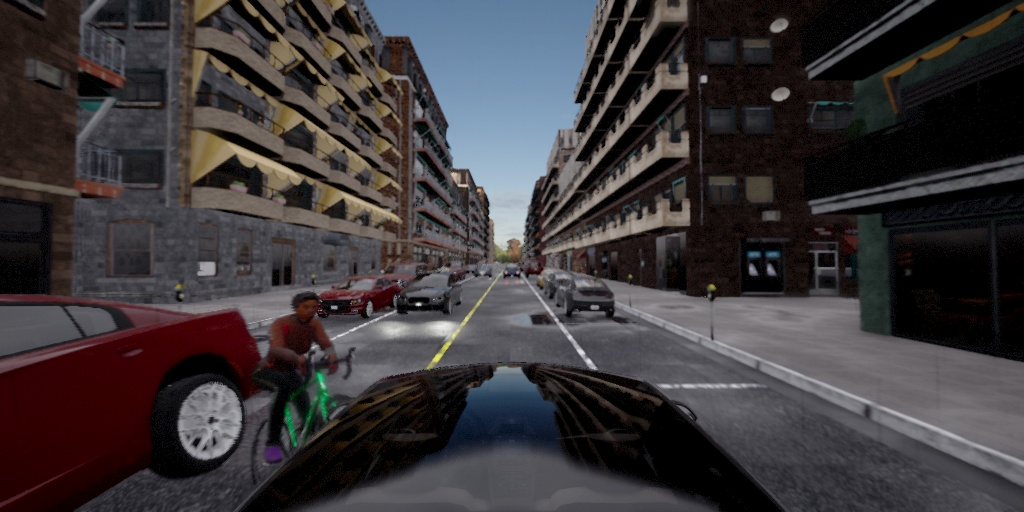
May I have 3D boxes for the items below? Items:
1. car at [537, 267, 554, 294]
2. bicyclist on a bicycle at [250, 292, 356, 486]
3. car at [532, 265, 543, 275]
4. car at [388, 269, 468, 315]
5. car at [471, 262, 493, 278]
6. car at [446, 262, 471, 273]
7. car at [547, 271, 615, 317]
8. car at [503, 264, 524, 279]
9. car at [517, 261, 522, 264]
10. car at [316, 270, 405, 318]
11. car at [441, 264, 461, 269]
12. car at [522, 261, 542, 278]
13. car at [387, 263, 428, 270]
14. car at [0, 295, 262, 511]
[{"bbox_3d":[2.646,1.514,19.306,2.007,1.370,4.403,0,0,0],"label":"car"},{"bbox_3d":[-1.791,1.138,3.030,1.656,1.620,0.582,-24,-20,26],"label":"bicyclist on a bicycle"},{"bbox_3d":[2.629,1.558,25.044,1.751,1.417,4.829,0,0,0],"label":"car"},{"bbox_3d":[-3.126,1.411,14.415,1.837,1.490,4.892,0,-1,0],"label":"car"},{"bbox_3d":[-3.207,1.726,41.043,2.128,1.511,4.902,0,-1,0],"label":"car"},{"bbox_3d":[-5.784,1.487,36.018,2.192,1.841,5.009,0,0,0],"label":"car"},{"bbox_3d":[2.661,1.446,13.739,2.007,1.370,4.403,0,0,0],"label":"car"},{"bbox_3d":[-0.001,1.813,39.349,1.895,1.301,4.718,0,-1,0],"label":"car"},{"bbox_3d":[-0.033,1.814,49.302,1.882,1.535,5.008,0,-1,0],"label":"car"},{"bbox_3d":[-5.720,1.443,13.749,1.888,1.381,4.507,0,0,0],"label":"car"},{"bbox_3d":[-5.767,1.629,30.281,1.751,1.417,4.829,0,0,0],"label":"car"},{"bbox_3d":[2.582,1.554,41.576,2.192,1.841,5.009,0,0,0],"label":"car"},{"bbox_3d":[-5.736,1.281,19.316,2.192,1.841,5.009,0,0,0],"label":"car"},{"bbox_3d":[-3.255,1.024,1.242,1.882,1.535,5.008,-16,1,-1],"label":"car"}]
